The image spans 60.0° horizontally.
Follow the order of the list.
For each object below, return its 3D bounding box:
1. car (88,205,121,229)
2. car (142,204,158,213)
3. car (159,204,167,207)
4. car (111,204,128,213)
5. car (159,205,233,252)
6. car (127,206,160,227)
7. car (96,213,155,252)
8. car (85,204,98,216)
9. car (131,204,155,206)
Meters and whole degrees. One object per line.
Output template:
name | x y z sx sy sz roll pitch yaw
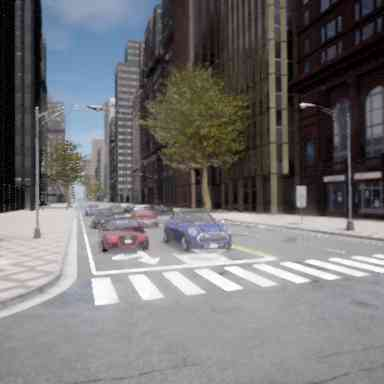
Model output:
car | -7.358 2.178 27.675 1.837 1.490 4.892 0 0 -19
car | -7.313 2.839 57.872 1.812 1.442 4.674 0 -1 -19
car | -3.960 2.573 48.190 1.837 1.490 4.892 0 -1 -18
car | -11.148 2.523 48.996 2.097 1.767 4.553 0 -1 -19
car | 0.156 1.692 15.873 2.097 1.767 4.553 0 -1 -20
car | -4.037 2.172 27.974 1.812 1.442 4.674 0 -1 -18
car | -3.318 1.948 15.912 1.994 1.385 4.181 0 -1 -19
car | -14.323 2.546 48.240 2.097 1.767 4.553 0 -1 -19
car | -7.007 2.608 47.109 1.812 1.442 4.674 0 -1 -19
